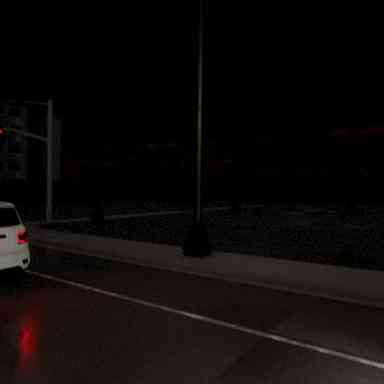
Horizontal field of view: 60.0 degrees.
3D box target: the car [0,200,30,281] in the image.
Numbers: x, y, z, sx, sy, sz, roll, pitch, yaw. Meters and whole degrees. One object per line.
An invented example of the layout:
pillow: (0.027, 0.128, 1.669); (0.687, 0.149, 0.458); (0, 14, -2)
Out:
car: (-6.438, 1.198, 8.579); (5.566, 2.045, 2.150); (0, 0, 36)
